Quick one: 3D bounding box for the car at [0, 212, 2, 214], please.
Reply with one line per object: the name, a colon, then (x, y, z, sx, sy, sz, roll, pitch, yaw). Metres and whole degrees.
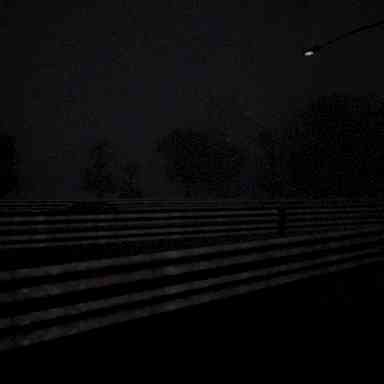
car: (-12.912, 1.207, 17.828, 4.892, 1.490, 1.837, 0, 0, -26)

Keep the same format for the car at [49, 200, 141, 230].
car: (-5.019, 1.199, 17.755, 5.008, 1.535, 1.882, 0, 0, -26)
